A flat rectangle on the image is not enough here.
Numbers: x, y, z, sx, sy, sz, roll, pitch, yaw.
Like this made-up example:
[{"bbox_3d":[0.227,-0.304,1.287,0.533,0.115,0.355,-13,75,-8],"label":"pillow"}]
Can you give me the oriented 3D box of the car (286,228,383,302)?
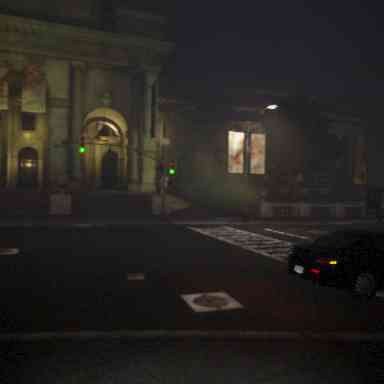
[{"bbox_3d":[4.610,1.638,8.286,4.674,1.442,1.812,1,0,-18],"label":"car"}]
